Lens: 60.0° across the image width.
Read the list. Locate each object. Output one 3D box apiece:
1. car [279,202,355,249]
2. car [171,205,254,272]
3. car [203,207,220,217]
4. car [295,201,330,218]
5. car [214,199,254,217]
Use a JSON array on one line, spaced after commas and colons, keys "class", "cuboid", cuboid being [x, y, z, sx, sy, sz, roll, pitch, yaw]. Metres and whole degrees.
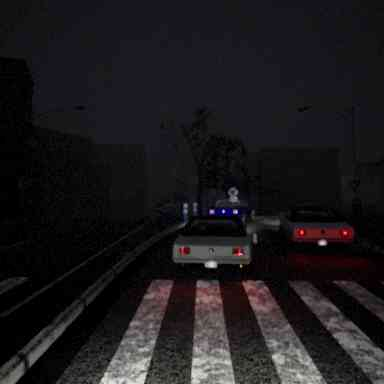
[{"class": "car", "cuboid": [4.364, 1.168, 12.382, 1.895, 1.301, 4.718, -1, 3, 9]}, {"class": "car", "cuboid": [0.713, 1.310, 9.847, 1.895, 1.301, 4.718, 0, 2, 7]}, {"class": "car", "cuboid": [3.641, 3.741, 62.532, 2.128, 1.511, 4.902, 1, -1, -10]}, {"class": "car", "cuboid": [11.061, 1.650, 30.355, 1.812, 1.442, 4.674, -3, -5, 35]}, {"class": "car", "cuboid": [2.351, 1.051, 19.065, 1.895, 1.301, 4.718, -1, -1, 19]}]
